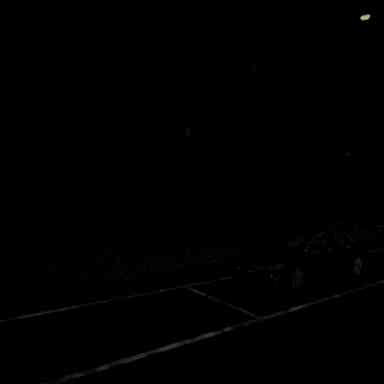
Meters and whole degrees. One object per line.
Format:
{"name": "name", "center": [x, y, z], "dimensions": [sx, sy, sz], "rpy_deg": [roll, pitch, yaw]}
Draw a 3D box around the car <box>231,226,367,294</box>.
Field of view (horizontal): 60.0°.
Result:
{"name": "car", "center": [2.983, 1.619, 8.894], "dimensions": [4.403, 1.369, 2.008], "rpy_deg": [1, 0, -35]}
